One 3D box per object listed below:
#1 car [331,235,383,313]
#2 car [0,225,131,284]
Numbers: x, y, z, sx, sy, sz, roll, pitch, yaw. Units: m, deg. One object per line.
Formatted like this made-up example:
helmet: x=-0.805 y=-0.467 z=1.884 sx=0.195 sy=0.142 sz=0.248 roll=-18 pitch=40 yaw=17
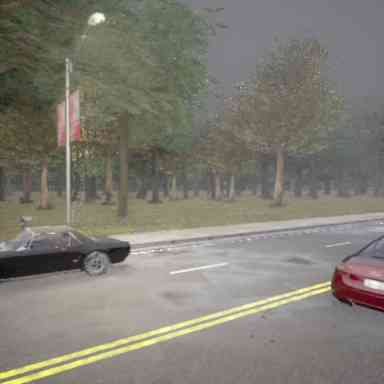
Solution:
car: x=4.736 y=1.536 z=6.824 sx=4.181 sy=1.385 sz=1.994 roll=0 pitch=0 yaw=-36
car: x=-4.130 y=1.595 z=8.727 sx=4.718 sy=1.301 sz=1.895 roll=0 pitch=0 yaw=-36
